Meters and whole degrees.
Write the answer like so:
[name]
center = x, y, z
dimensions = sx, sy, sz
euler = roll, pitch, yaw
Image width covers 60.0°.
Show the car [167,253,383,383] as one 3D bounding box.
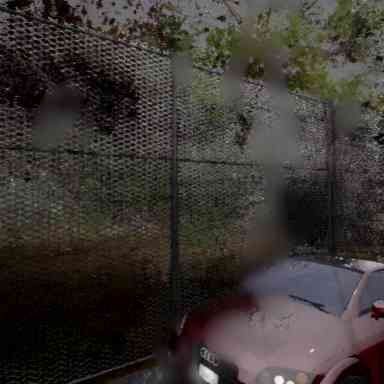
[car]
center = 1.777, 1.570, 4.333
dimensions = 4.181, 1.385, 1.994
euler = 0, 0, -35
